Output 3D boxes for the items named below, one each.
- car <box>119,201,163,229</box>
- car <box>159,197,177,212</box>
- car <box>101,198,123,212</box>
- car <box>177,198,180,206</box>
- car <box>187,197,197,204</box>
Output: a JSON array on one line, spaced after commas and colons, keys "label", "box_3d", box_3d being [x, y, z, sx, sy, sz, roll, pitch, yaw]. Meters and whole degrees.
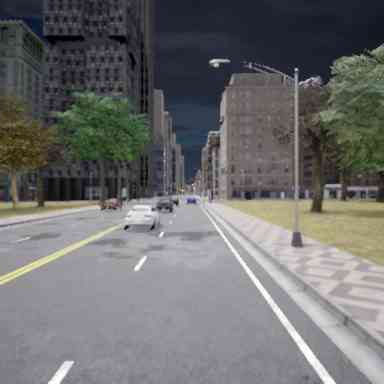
[{"label": "car", "box_3d": [-3.165, 1.569, 21.642, 1.812, 1.442, 4.674, 0, 0, 0]}, {"label": "car", "box_3d": [-3.180, 1.591, 39.617, 1.837, 1.490, 4.892, 0, 0, 0]}, {"label": "car", "box_3d": [-9.782, 1.489, 40.884, 1.882, 1.535, 5.008, 0, 0, 0]}, {"label": "car", "box_3d": [-3.195, 1.621, 57.414, 1.882, 1.535, 5.008, 0, 0, 0]}, {"label": "car", "box_3d": [-0.028, 1.655, 66.625, 1.882, 1.535, 5.008, 0, 0, 0]}]
